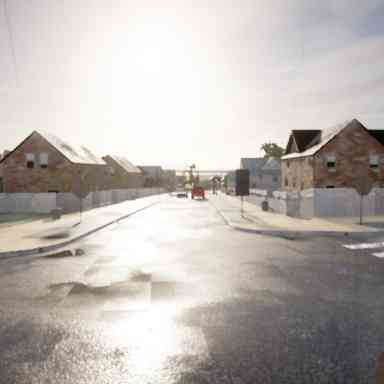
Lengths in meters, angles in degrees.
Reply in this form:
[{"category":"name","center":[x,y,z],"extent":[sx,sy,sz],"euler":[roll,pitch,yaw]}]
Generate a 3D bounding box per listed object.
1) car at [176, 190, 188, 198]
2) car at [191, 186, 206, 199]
[{"category":"car","center":[-1.618,0.296,57.894],"extent":[2.033,1.411,5.357],"euler":[0,1,2]},{"category":"car","center":[0.979,0.053,53.637],"extent":[2.150,2.045,5.566],"euler":[0,1,2]}]
